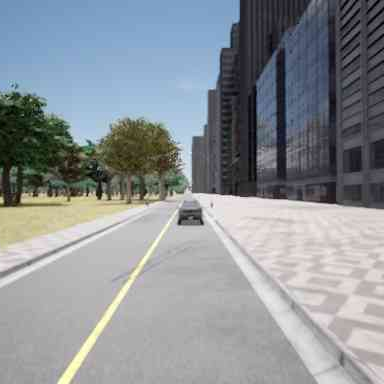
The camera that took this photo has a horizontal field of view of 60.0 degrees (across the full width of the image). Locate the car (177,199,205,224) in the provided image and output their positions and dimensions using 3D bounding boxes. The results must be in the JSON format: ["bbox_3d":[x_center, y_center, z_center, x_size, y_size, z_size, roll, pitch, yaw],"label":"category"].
[{"bbox_3d":[-0.105,1.527,25.345,1.837,1.490,4.892,0,1,0],"label":"car"}]
